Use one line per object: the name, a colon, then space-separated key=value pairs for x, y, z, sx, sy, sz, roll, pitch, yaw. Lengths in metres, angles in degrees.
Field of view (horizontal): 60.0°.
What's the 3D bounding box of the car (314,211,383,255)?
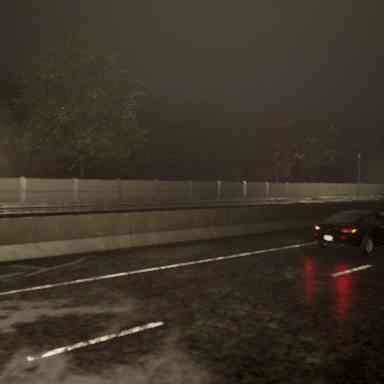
car: x=6.666 y=1.457 z=13.024 sx=4.674 sy=1.442 sz=1.812 roll=0 pitch=0 yaw=-36
